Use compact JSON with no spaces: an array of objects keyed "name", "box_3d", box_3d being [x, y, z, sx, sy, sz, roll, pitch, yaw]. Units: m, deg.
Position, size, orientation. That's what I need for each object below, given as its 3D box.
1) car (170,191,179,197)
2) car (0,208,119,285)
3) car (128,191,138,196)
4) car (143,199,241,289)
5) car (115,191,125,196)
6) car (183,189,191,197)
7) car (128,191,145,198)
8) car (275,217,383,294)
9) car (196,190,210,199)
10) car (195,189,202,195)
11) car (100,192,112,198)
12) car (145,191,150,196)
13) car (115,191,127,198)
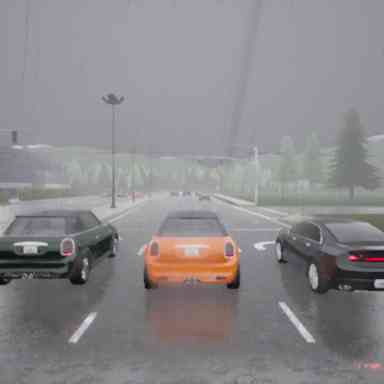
[{"name":"car","box_3d":[-4.848,0.461,89.401,1.837,1.490,4.892,0,1,0]},{"name":"car","box_3d":[-3.499,1.243,9.333,2.097,1.767,4.553,0,1,0]},{"name":"car","box_3d":[-16.350,0.419,92.119,1.895,1.301,4.718,0,1,0]},{"name":"car","box_3d":[0.001,1.246,9.011,2.097,1.767,4.553,0,1,0]},{"name":"car","box_3d":[-19.850,0.420,92.116,1.895,1.301,4.718,0,1,0]},{"name":"car","box_3d":[-1.348,0.191,89.136,2.150,2.045,5.566,0,1,0]},{"name":"car","box_3d":[-12.839,0.470,76.560,2.097,1.767,4.553,0,1,0]},{"name":"car","box_3d":[3.500,1.405,8.515,1.837,1.490,4.892,0,1,0]},{"name":"car","box_3d":[2.174,0.853,58.100,1.812,1.442,4.674,0,1,0]},{"name":"car","box_3d":[2.152,0.486,89.476,1.812,1.442,4.674,0,1,0]},{"name":"car","box_3d":[-19.839,0.640,76.509,2.128,1.511,4.902,0,1,0]},{"name":"car","box_3d":[-12.850,0.376,92.152,1.994,1.385,4.181,0,1,0]},{"name":"car","box_3d":[-16.339,0.668,76.522,1.994,1.385,4.181,0,1,0]}]
